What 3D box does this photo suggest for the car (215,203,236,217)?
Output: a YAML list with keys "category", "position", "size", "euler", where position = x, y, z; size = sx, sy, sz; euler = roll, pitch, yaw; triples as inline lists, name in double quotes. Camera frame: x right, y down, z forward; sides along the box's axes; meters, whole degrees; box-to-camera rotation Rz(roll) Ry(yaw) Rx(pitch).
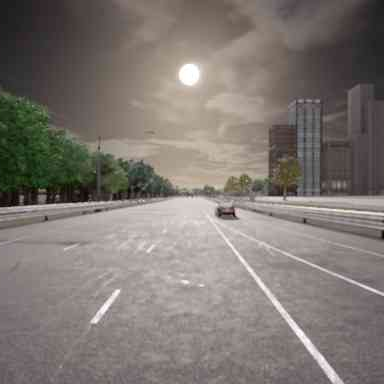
- category: "car"
  position: [3.672, 1.979, 37.325]
  size: [2.163, 1.488, 4.792]
  euler: [0, -1, -2]
